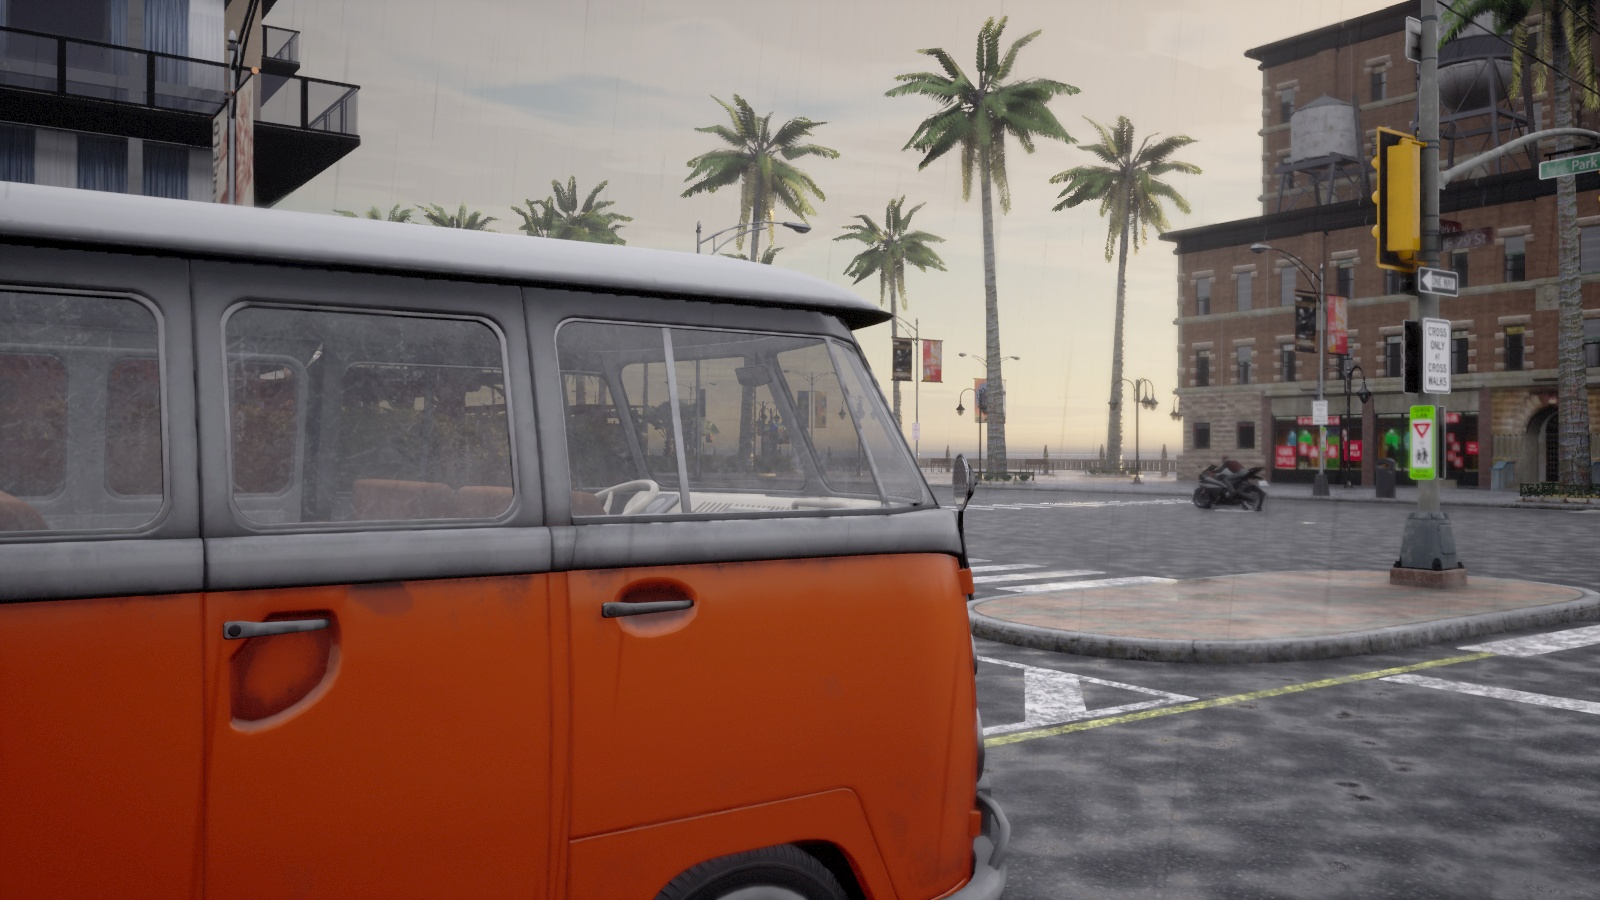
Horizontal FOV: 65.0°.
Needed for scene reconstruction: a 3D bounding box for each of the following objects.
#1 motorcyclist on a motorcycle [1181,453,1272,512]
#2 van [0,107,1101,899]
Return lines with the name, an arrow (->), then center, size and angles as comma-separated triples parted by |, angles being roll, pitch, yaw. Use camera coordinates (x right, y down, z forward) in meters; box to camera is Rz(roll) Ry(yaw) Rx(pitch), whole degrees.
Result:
motorcyclist on a motorcycle -> 11.321, 0.837, 33.390 | 0.866, 1.530, 2.191 | 0, 0, -34
van -> -1.588, 0.507, 2.554 | 4.442, 1.987, 1.775 | 0, 0, -35
